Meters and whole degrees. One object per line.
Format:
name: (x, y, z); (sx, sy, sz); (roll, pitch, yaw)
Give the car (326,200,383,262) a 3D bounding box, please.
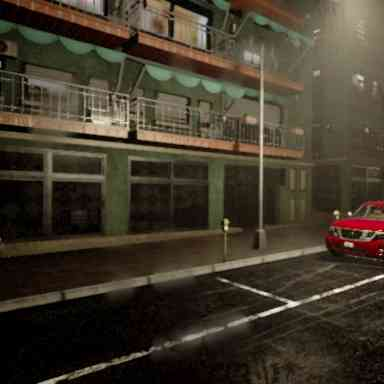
car: (6.698, 1.226, 11.312); (5.009, 1.841, 2.192); (-1, 2, -35)
